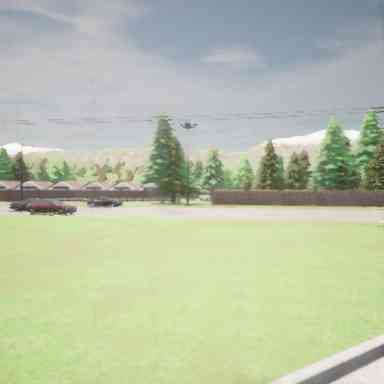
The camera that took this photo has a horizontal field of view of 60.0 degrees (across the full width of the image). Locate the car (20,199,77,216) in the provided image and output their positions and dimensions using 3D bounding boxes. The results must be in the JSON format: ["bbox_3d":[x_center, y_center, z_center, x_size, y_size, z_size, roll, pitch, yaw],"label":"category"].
[{"bbox_3d":[-13.166,1.433,31.217,4.674,1.442,1.812,0,0,10],"label":"car"}]

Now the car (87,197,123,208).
[{"bbox_3d":[-11.780,1.410,45.186,4.892,1.490,1.837,0,0,10],"label":"car"}]

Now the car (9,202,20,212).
[{"bbox_3d":[-16.618,1.435,35.382,5.357,1.411,2.033,0,0,10],"label":"car"}]
